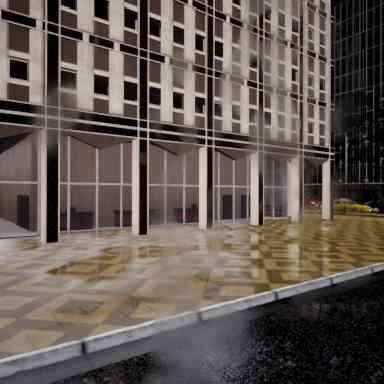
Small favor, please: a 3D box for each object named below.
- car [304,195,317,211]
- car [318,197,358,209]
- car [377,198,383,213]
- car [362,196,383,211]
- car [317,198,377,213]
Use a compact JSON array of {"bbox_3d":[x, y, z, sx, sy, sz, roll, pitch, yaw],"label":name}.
[{"bbox_3d":[12.322,1.171,38.729,2.192,1.841,5.009,1,0,-36],"label":"car"},{"bbox_3d":[19.225,1.438,43.819,2.008,1.369,4.403,1,0,-36],"label":"car"},{"bbox_3d":[20.027,1.421,32.798,1.837,1.490,4.892,0,1,-36],"label":"car"},{"bbox_3d":[22.620,1.361,39.268,1.967,1.590,4.097,1,0,-36],"label":"car"},{"bbox_3d":[15.766,1.415,34.004,1.752,1.417,4.829,1,0,-36],"label":"car"}]
